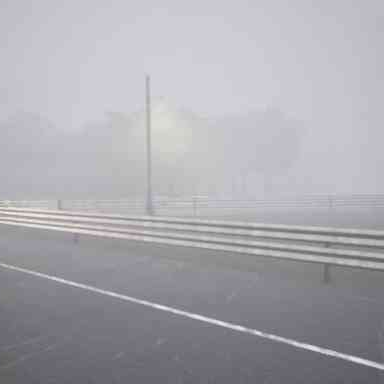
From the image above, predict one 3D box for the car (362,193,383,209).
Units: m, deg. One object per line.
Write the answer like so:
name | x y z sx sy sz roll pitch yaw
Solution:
car | 18.156 0.837 30.855 4.892 1.490 1.837 -1 0 -6
